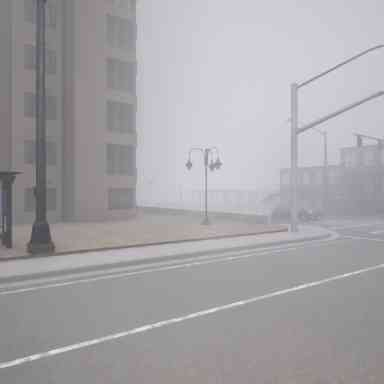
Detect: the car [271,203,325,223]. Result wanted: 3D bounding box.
[{"bbox_3d":[9.175,1.745,29.131,2.097,1.767,4.553,1,-5,-36],"label":"car"}]
